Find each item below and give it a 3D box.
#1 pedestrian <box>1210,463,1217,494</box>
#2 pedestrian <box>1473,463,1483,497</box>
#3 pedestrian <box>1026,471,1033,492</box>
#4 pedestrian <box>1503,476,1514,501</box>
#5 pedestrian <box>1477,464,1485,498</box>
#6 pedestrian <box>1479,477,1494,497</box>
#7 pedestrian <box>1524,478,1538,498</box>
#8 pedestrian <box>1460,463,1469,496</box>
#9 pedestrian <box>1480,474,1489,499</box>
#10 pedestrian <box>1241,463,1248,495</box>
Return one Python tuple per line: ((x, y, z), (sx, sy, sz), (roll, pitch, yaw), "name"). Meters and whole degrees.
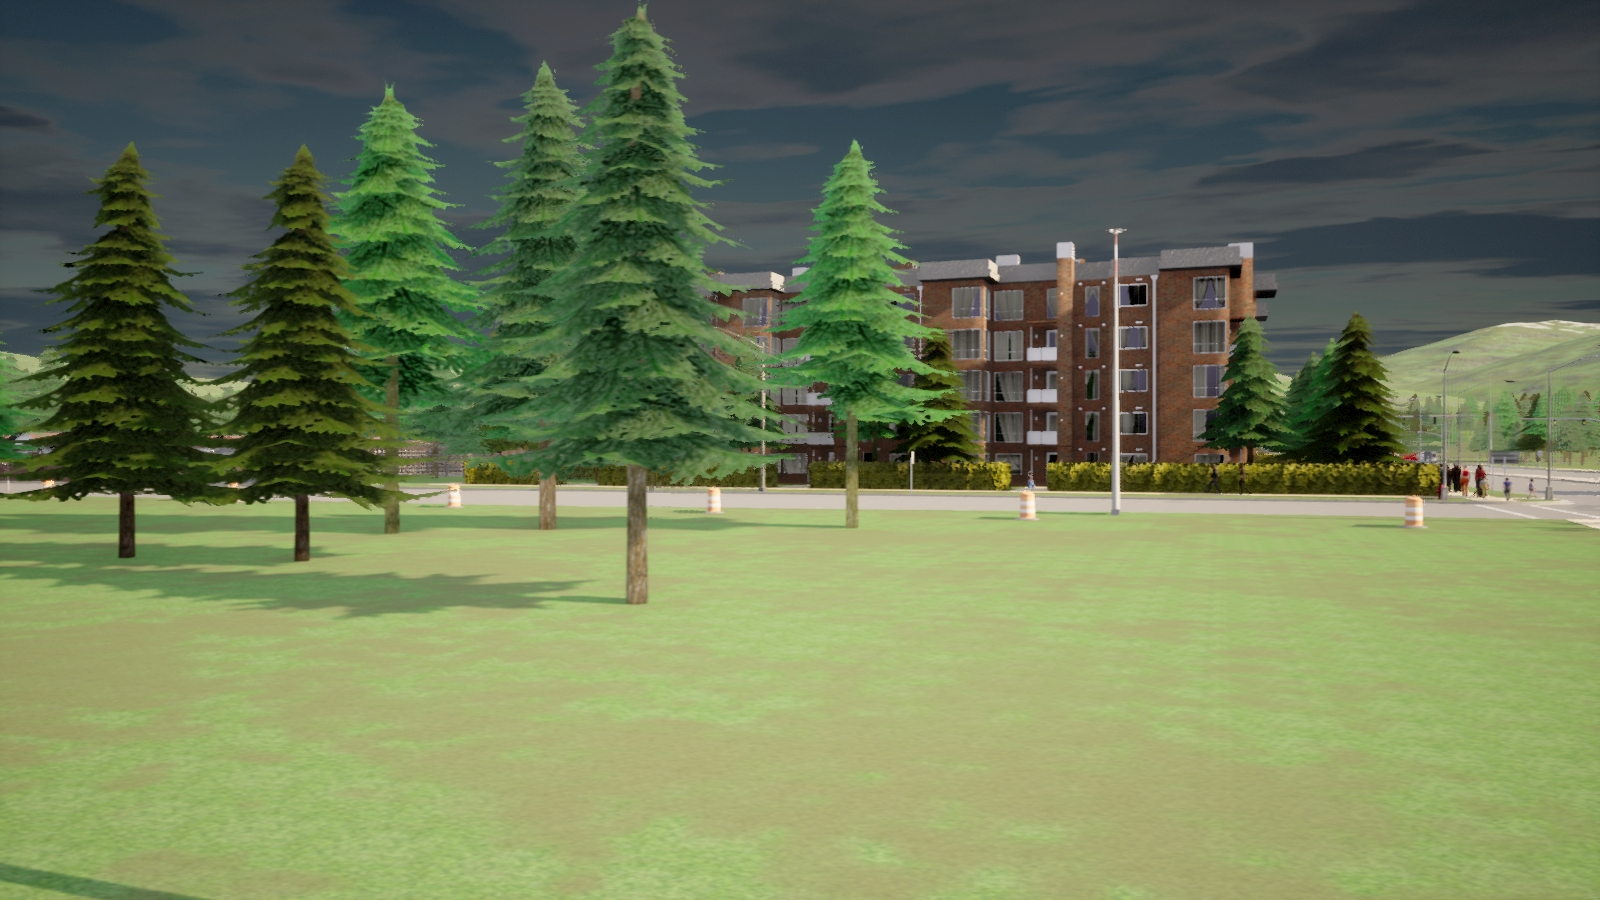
((24.547, 1.696, 67.847), (0.375, 1.860, 0.375), (0, 0, 20), "pedestrian")
((38.361, 1.696, 64.612), (0.375, 1.860, 0.375), (0, 0, 7), "pedestrian")
((14.392, 1.976, 71.542), (0.375, 1.300, 0.375), (0, 0, 20), "pedestrian")
((36.639, 1.978, 59.096), (0.375, 1.300, 0.375), (0, 0, 15), "pedestrian")
((37.530, 1.696, 62.996), (0.375, 1.860, 0.375), (0, 0, 28), "pedestrian")
((38.351, 2.077, 63.855), (0.500, 1.100, 0.500), (0, 0, -15), "pedestrian")
((39.615, 2.064, 61.922), (0.500, 1.100, 0.500), (0, 0, 19), "pedestrian")
((37.730, 1.696, 64.833), (0.375, 1.860, 0.375), (0, 0, 19), "pedestrian")
((37.032, 1.976, 61.854), (0.375, 1.300, 0.375), (0, 0, 24), "pedestrian")
((26.135, 1.696, 67.226), (0.375, 1.860, 0.375), (0, 0, 20), "pedestrian")
